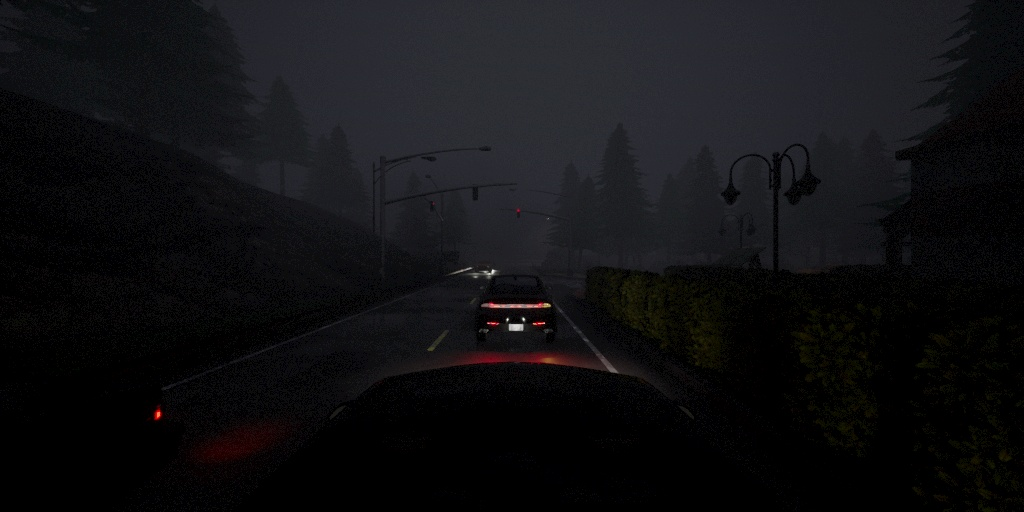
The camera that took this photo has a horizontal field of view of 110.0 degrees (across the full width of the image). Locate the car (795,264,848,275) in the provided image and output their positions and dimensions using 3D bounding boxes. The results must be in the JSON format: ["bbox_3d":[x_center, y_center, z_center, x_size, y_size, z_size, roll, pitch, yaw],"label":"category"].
[{"bbox_3d":[26.110,1.389,29.447,5.008,1.535,1.882,0,0,1],"label":"car"}]

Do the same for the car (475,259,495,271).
[{"bbox_3d":[-3.500,1.227,44.744,1.882,1.535,5.008,0,0,0],"label":"car"}]

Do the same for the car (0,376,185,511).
[{"bbox_3d":[-3.603,1.297,0.489,2.033,1.411,5.357,0,0,0],"label":"car"}]

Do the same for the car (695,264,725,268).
[{"bbox_3d":[15.761,1.417,29.539,4.892,1.490,1.837,0,0,0],"label":"car"}]

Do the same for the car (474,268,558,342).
[{"bbox_3d":[0.097,1.241,9.734,2.128,1.511,4.902,0,0,0],"label":"car"}]
